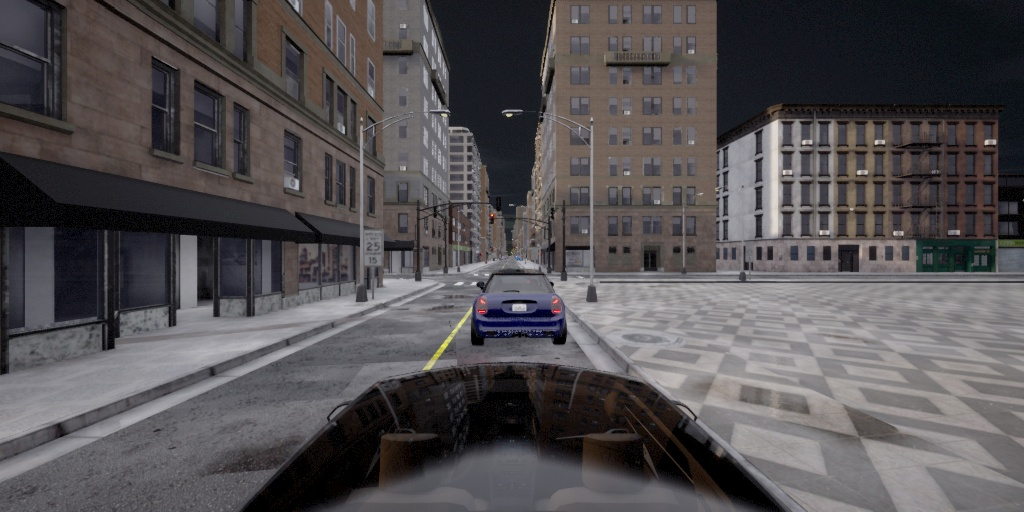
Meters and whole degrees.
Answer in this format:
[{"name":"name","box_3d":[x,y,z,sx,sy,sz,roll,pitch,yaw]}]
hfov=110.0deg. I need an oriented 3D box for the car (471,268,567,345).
[{"name":"car","box_3d":[0.102,1.102,9.640,2.097,1.767,4.553,0,0,-1]}]
